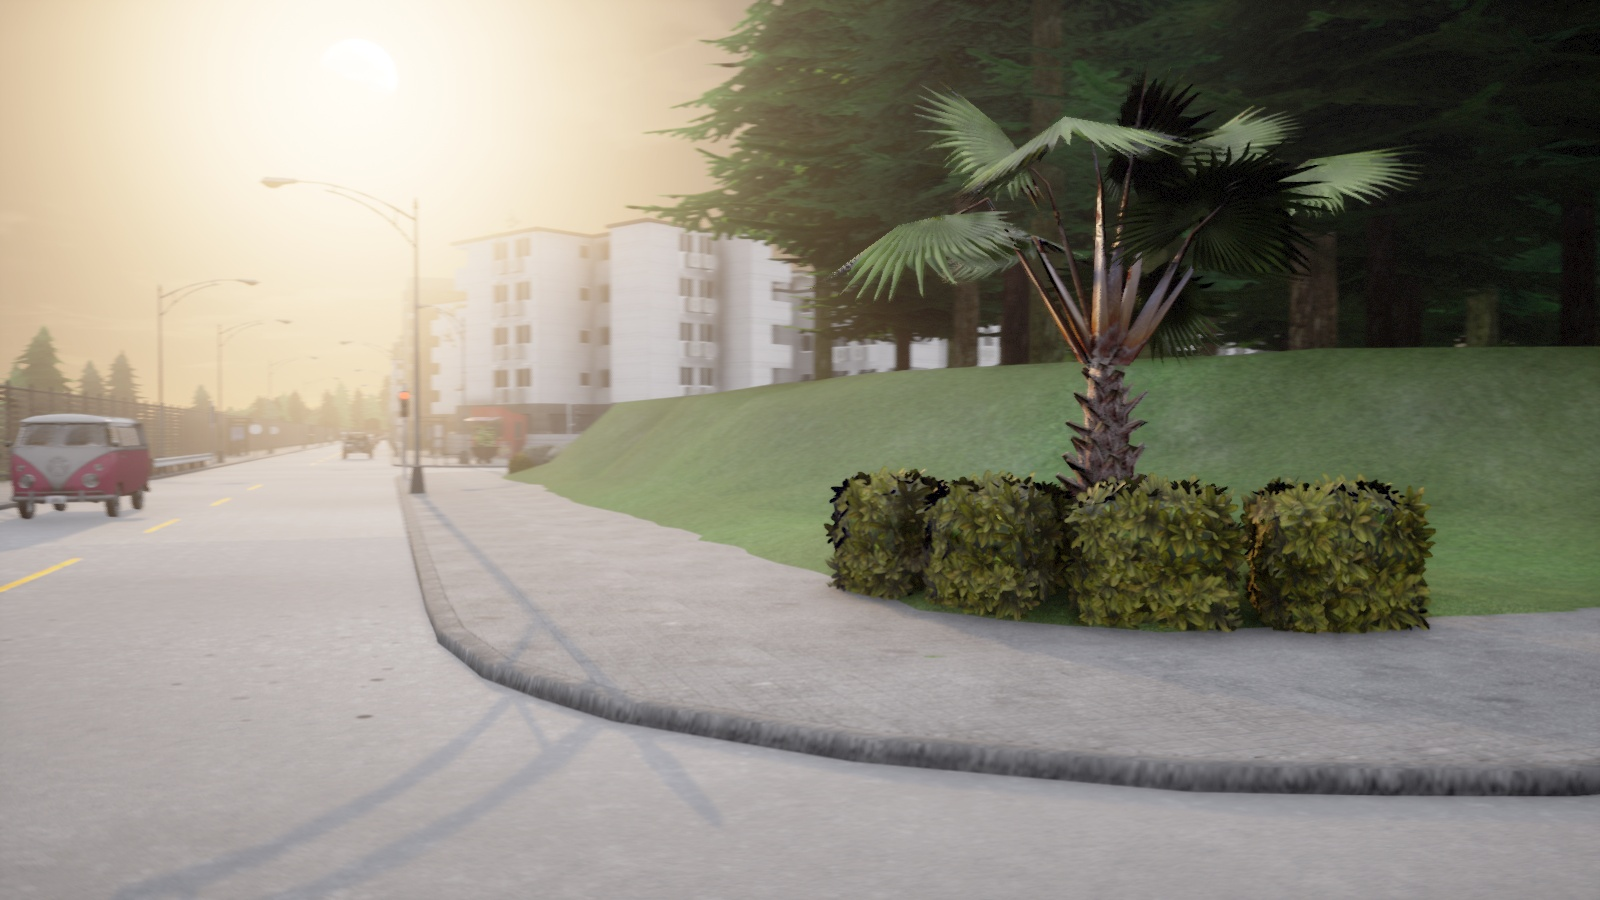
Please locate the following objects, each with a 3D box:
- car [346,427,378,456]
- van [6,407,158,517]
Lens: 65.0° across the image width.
[{"bbox_3d":[-29.001,-0.570,83.287,1.932,1.855,4.605,0,1,-18],"label":"car"},{"bbox_3d":[-14.219,0.187,25.110,1.775,1.987,4.442,0,1,-18],"label":"van"}]
